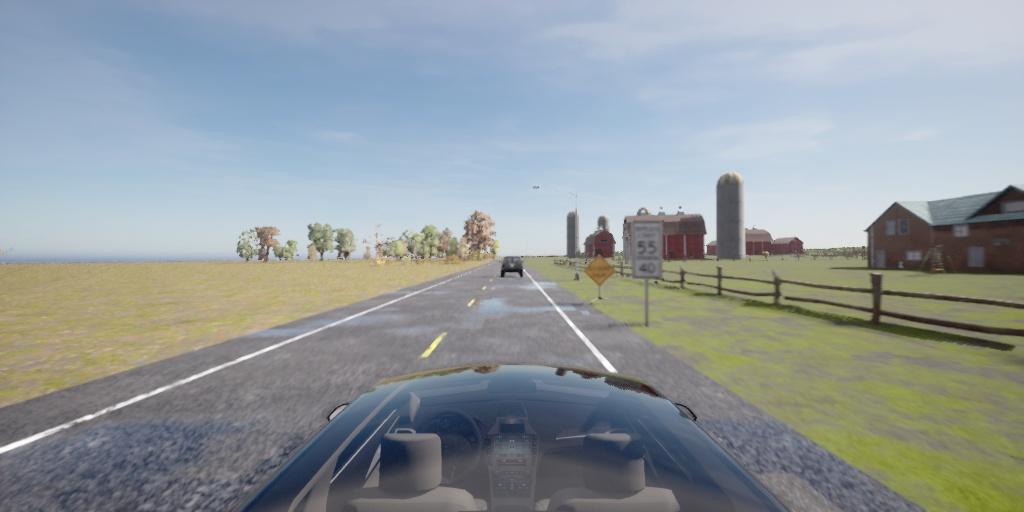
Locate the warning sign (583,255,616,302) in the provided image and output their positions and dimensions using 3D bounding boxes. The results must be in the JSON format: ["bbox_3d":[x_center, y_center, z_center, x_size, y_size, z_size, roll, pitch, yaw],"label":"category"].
[{"bbox_3d":[3.551,0.876,14.529,1.300,1.860,1.060,0,0,0],"label":"warning sign"}]

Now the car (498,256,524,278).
[{"bbox_3d":[0.002,0.999,35.099,2.150,2.045,5.566,0,0,0],"label":"car"}]
